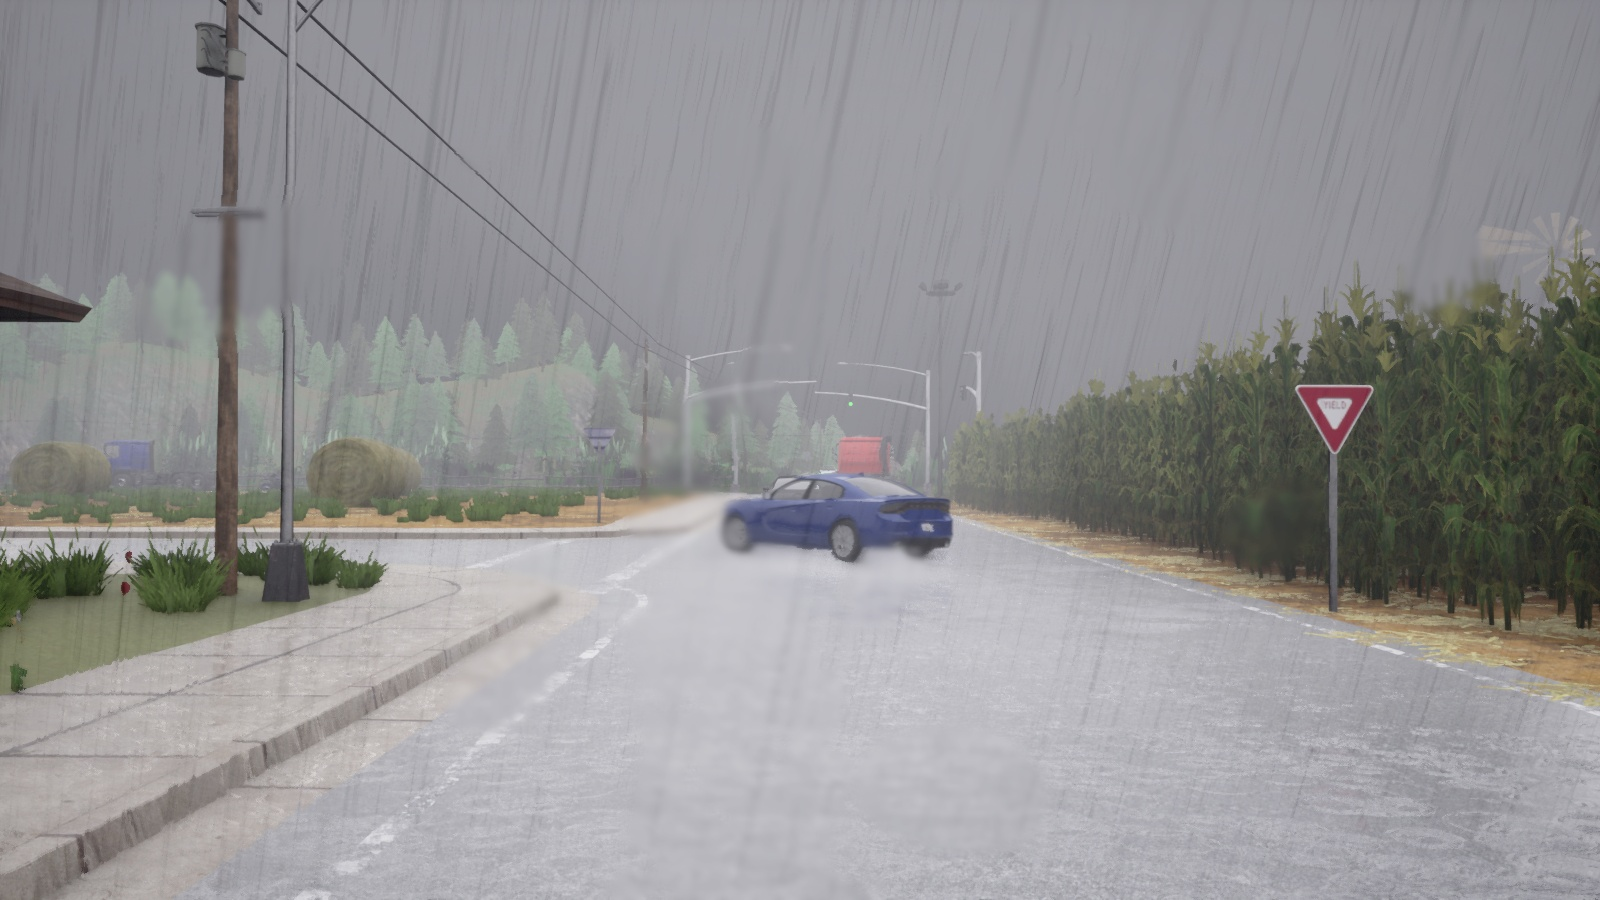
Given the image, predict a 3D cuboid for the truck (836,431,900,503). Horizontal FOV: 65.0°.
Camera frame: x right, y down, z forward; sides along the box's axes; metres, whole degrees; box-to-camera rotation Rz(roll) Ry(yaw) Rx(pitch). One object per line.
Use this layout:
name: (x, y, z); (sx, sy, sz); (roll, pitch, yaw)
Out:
truck: (3.385, 0.896, 64.320); (2.891, 3.462, 7.936); (0, -1, 0)

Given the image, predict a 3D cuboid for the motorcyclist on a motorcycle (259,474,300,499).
motorcyclist on a motorcycle: (-32.545, 2.259, 78.484); (2.191, 1.530, 0.866); (0, -1, 3)

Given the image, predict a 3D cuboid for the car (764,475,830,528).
car: (-0.093, 1.461, 37.040); (1.812, 1.442, 4.674); (0, -1, 0)

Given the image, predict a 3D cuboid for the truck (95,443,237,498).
truck: (-41.550, 1.345, 82.447); (7.936, 3.462, 2.891); (0, -1, 3)

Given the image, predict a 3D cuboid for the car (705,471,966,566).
car: (0.511, 1.166, 22.795); (1.882, 1.535, 5.008); (1, -2, -40)
